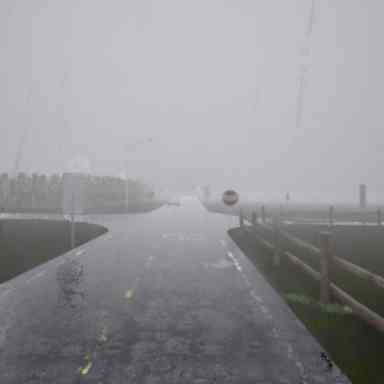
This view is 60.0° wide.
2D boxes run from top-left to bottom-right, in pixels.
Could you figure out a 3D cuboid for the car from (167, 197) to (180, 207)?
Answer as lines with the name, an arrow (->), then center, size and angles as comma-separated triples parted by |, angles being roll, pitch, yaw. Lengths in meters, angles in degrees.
car -> -2.739, 1.514, 51.111 | 1.812, 1.442, 4.674 | 0, 1, 0
